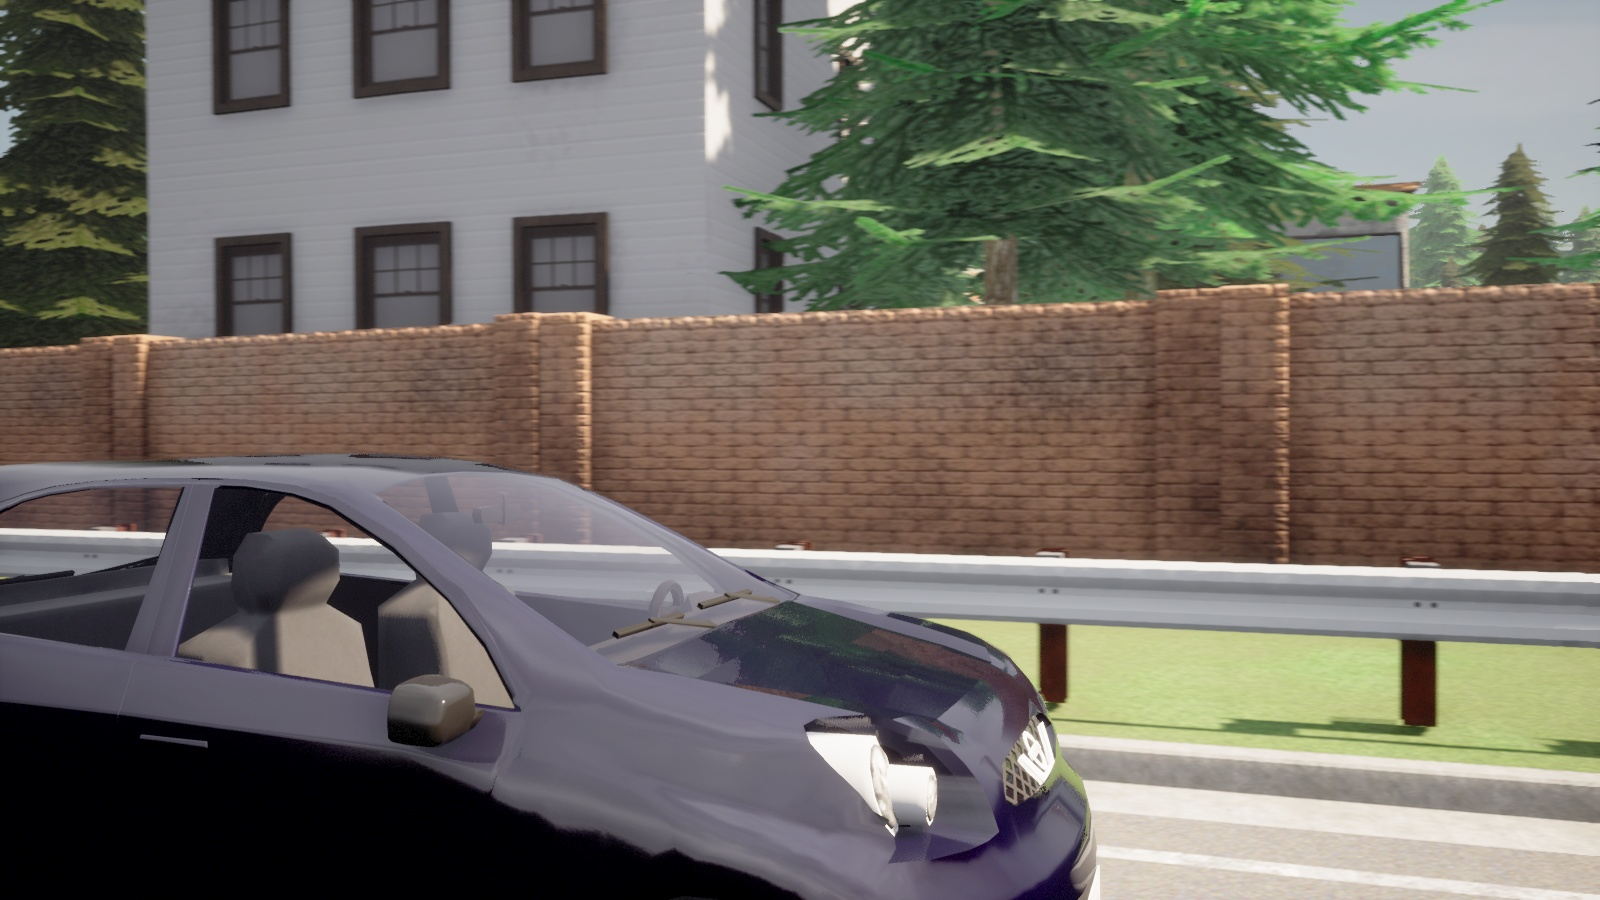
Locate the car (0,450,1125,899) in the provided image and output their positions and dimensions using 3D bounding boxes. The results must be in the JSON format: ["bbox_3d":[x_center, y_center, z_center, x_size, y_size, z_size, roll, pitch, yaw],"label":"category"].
[{"bbox_3d":[-1.031,0.780,3.540,3.633,1.501,1.845,1,1,19],"label":"car"}]
